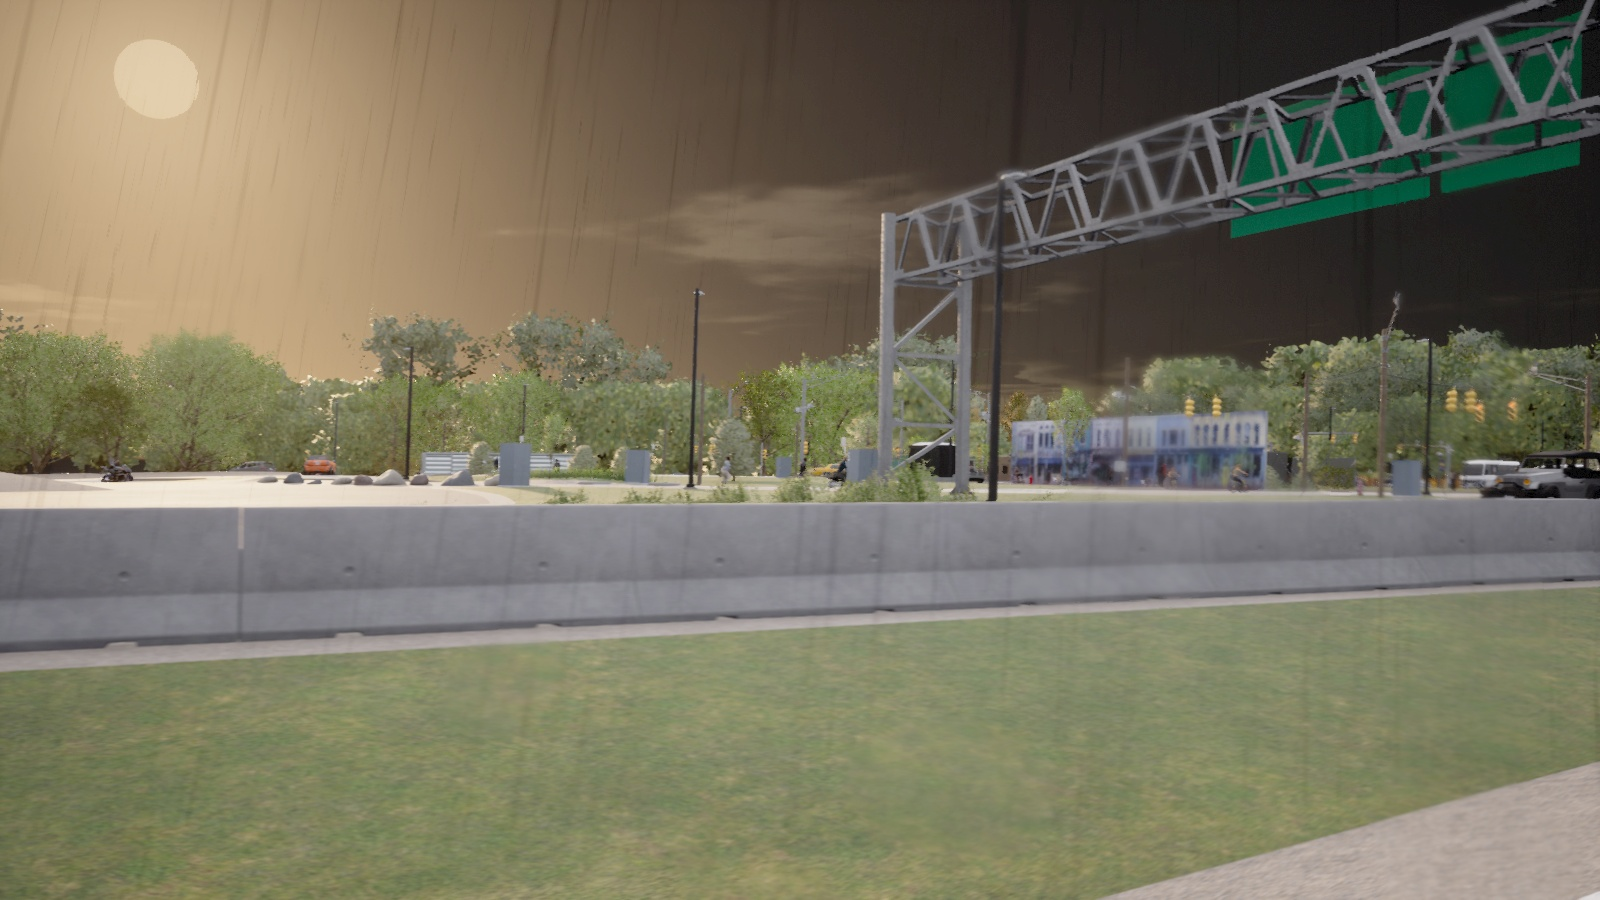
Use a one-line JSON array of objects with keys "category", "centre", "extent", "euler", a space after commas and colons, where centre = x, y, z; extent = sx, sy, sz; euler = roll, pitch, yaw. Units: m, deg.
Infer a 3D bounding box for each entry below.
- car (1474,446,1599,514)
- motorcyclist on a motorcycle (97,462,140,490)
[{"category": "car", "centre": [21.782, 0.855, 36.548], "extent": [3.866, 1.878, 1.905], "euler": [1, -1, -26]}, {"category": "motorcyclist on a motorcycle", "centre": [-40.599, 1.559, 74.816], "extent": [2.191, 1.530, 0.866], "euler": [-2, 2, 14]}]
